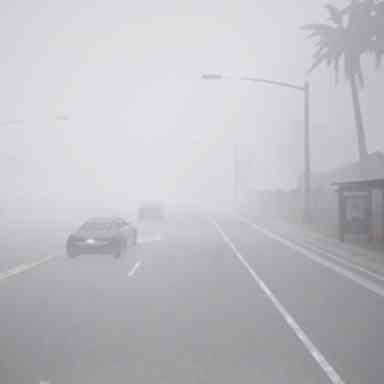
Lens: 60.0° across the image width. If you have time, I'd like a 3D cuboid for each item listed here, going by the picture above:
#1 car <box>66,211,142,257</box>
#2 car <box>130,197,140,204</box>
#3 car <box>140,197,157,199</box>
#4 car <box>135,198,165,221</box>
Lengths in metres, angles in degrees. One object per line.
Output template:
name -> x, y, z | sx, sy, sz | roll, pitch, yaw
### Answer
car -> -3.482, 1.684, 13.505 | 1.994, 1.385, 4.181 | 0, 0, 0
car -> -11.701, 1.733, 71.475 | 2.128, 1.511, 4.902 | 0, 0, 14
car -> -8.505, 1.709, 69.920 | 2.128, 1.511, 4.902 | 0, 0, 14
car -> -3.476, 1.638, 29.224 | 1.882, 1.535, 5.008 | 0, 0, 0
